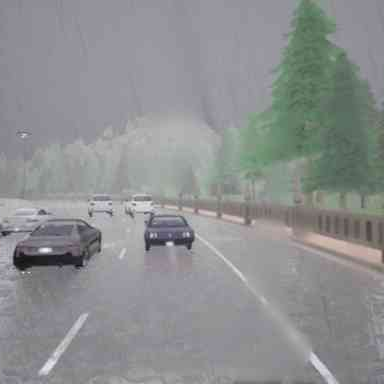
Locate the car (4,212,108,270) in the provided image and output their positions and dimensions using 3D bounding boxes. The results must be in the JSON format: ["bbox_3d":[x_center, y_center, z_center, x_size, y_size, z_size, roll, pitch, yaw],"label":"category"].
[{"bbox_3d":[-4.273,1.586,11.220,1.994,1.385,4.181,0,0,-6],"label":"car"}]

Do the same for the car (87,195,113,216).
[{"bbox_3d":[-9.121,1.276,33.006,2.150,2.045,5.566,0,0,-18],"label":"car"}]

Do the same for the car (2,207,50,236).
[{"bbox_3d":[-8.920,1.569,18.378,1.812,1.442,4.674,0,0,-11],"label":"car"}]

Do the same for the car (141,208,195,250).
[{"bbox_3d":[-1.127,1.615,14.428,1.895,1.301,4.718,0,0,-8],"label":"car"}]

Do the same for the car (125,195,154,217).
[{"bbox_3d":[-5.086,1.261,31.858,2.150,2.045,5.566,0,0,-17],"label":"car"}]
